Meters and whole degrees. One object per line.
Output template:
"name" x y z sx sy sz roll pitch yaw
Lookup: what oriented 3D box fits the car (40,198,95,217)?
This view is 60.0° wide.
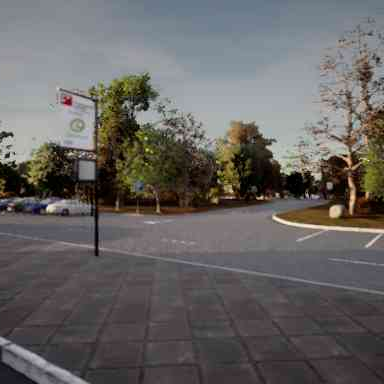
"car" -10.886 1.400 30.291 2.002 1.452 4.674 0 0 36

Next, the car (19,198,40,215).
"car" -13.443 1.348 32.127 2.097 1.535 5.008 0 0 36

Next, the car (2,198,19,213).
"car" -16.114 1.336 34.020 2.231 1.521 4.892 0 0 36

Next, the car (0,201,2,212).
"car" -18.779 1.362 35.926 2.002 1.452 4.674 0 0 36
